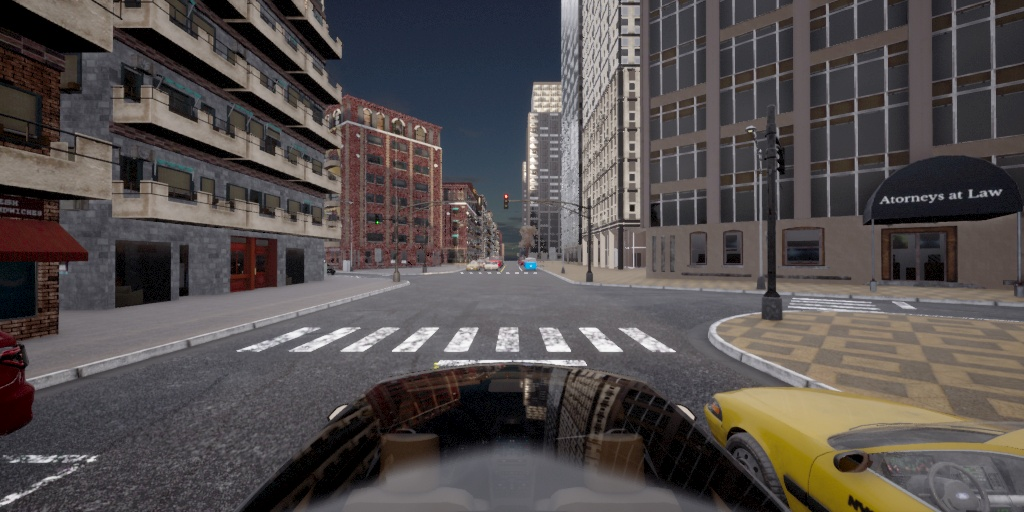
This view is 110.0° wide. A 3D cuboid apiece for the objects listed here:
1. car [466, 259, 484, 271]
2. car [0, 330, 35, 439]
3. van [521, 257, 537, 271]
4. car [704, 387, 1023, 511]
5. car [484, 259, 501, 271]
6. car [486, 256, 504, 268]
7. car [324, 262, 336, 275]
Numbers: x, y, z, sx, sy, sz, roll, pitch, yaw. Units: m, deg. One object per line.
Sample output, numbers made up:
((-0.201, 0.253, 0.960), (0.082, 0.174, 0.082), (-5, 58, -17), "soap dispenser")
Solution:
((-5.335, 1.321, 49.937), (1.751, 1.417, 4.829), (0, 0, 0), "car")
((-5.314, 1.065, 1.107), (2.192, 1.841, 5.009), (0, 0, 0), "car")
((2.545, 1.136, 50.110), (1.690, 1.789, 3.998), (0, 0, 0), "van")
((2.566, 1.275, 1.287), (1.751, 1.417, 4.829), (0, 0, 0), "car")
((-2.869, 1.397, 50.221), (1.895, 1.301, 4.718), (0, 0, -2), "car")
((-2.856, 1.033, 59.722), (2.150, 2.045, 5.566), (0, 0, 0), "car")
((-22.368, 1.456, 41.805), (4.892, 1.490, 1.837), (-1, -1, 41), "car")
